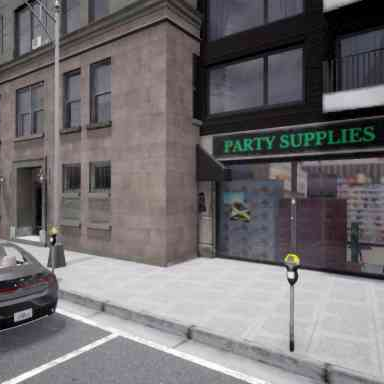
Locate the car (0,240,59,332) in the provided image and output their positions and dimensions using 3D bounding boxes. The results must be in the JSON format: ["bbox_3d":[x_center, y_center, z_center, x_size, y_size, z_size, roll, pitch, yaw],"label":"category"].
[{"bbox_3d":[-4.221,1.551,6.095,4.403,1.369,2.008,0,0,36],"label":"car"}]
